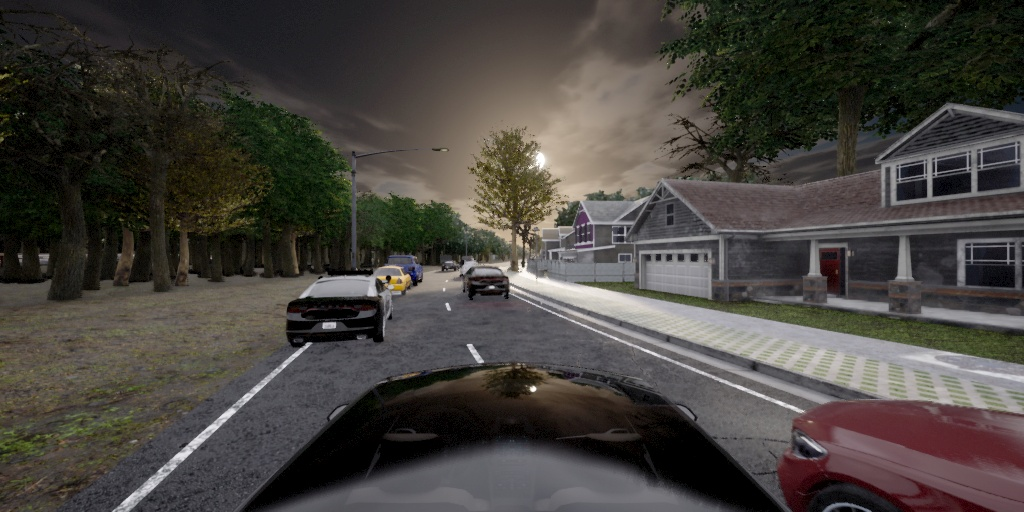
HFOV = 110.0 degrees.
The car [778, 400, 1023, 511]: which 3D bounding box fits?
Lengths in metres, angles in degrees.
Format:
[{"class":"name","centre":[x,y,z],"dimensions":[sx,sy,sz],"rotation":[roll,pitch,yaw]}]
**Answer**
[{"class":"car","centre":[3.318,1.275,0.785],"dimensions":[1.812,1.442,4.674],"rotation":[0,0,-19]}]

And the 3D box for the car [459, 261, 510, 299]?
[{"class":"car","centre":[-1.408,1.226,18.079],"dimensions":[1.882,1.535,5.008],"rotation":[0,0,-12]}]

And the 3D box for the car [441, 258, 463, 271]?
[{"class":"car","centre":[-8.217,1.274,48.117],"dimensions":[1.812,1.442,4.674],"rotation":[0,0,0]}]

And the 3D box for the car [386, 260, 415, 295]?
[{"class":"car","centre":[-6.519,1.206,19.393],"dimensions":[1.801,1.575,5.366],"rotation":[0,0,-11]}]

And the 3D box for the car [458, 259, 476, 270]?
[{"class":"car","centre":[-4.018,1.272,35.427],"dimensions":[1.812,1.442,4.674],"rotation":[0,0,-5]}]

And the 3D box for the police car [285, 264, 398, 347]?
[{"class":"police car","centre":[-4.282,1.175,9.611],"dimensions":[1.930,1.638,5.238],"rotation":[0,0,-15]}]

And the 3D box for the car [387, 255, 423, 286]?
[{"class":"car","centre":[-7.524,0.975,25.117],"dimensions":[2.150,2.045,5.566],"rotation":[0,0,-9]}]

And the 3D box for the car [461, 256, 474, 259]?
[{"class":"car","centre":[-7.780,1.059,63.751],"dimensions":[2.150,2.045,5.566],"rotation":[0,-1,4]}]
